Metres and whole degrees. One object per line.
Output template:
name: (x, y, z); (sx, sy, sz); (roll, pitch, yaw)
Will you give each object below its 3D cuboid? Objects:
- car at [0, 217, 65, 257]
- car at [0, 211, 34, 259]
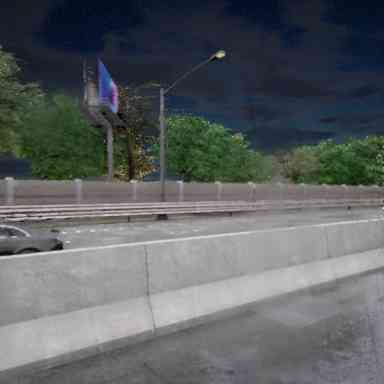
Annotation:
car: (-5.829, 1.492, 8.433); (4.902, 1.511, 2.128); (0, 0, -35)
car: (-8.131, 1.506, 11.090); (4.892, 1.490, 1.837); (0, 0, -35)
